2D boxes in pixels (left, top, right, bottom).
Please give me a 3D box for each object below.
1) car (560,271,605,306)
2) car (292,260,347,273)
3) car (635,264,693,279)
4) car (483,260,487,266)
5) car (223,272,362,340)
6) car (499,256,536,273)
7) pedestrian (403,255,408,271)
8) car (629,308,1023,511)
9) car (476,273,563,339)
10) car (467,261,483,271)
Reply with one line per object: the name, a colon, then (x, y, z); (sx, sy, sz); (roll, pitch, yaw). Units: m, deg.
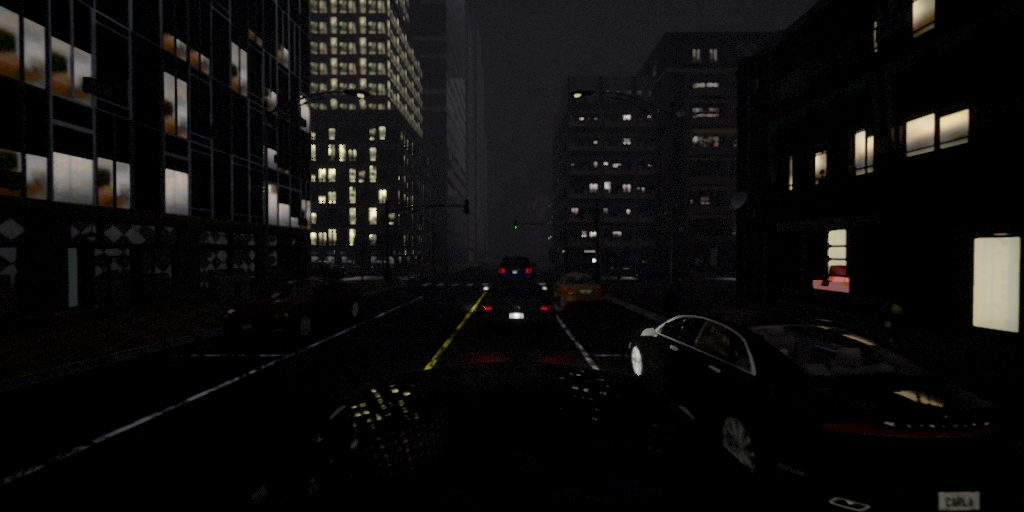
car: (2.812, 1.326, 15.892); (1.751, 1.417, 4.829); (0, 0, 0)
car: (-17.872, 1.279, 33.528); (4.674, 1.442, 1.812); (1, 1, 2)
car: (15.339, 1.539, 36.282); (5.357, 1.411, 2.033); (0, 1, 1)
car: (-5.715, 1.528, 59.328); (1.948, 1.339, 4.313); (0, 0, 0)
car: (-5.825, 1.325, 10.132); (1.888, 1.381, 4.507); (0, 0, 0)
car: (0.373, 1.051, 23.573); (2.150, 2.045, 5.566); (0, 0, 4)
pedestrian: (-12.565, 0.828, 42.193); (0.375, 1.860, 0.375); (0, 0, 1)
car: (2.817, 1.310, 4.433); (2.007, 1.370, 4.403); (0, 0, 0)
car: (0.095, 1.344, 10.193); (1.994, 1.385, 4.181); (0, 0, 0)
car: (-5.712, 1.467, 53.504); (1.751, 1.417, 4.829); (0, 0, 0)
